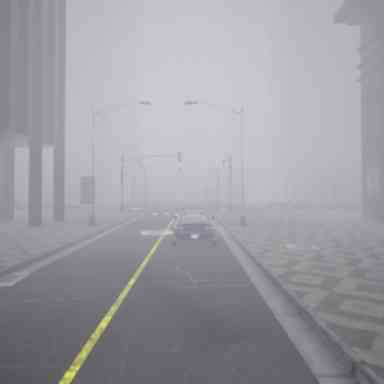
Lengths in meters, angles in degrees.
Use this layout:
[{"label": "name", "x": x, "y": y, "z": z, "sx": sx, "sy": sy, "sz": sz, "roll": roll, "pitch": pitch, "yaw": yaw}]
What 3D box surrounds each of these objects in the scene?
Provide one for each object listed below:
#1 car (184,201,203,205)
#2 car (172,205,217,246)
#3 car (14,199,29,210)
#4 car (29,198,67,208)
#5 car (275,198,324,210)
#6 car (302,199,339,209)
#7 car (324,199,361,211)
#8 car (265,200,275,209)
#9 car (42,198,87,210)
[{"label": "car", "x": 0.102, "y": 1.463, "z": 26.197, "sx": 1.882, "sy": 1.535, "sz": 5.008, "roll": 0, "pitch": 0, "yaw": 0}, {"label": "car", "x": 0.103, "y": 1.517, "z": 15.054, "sx": 1.812, "sy": 1.442, "sz": 4.674, "roll": 0, "pitch": 0, "yaw": 0}, {"label": "car", "x": -20.055, "y": 1.414, "z": 38.215, "sx": 4.507, "sy": 1.381, "sz": 1.887, "roll": 0, "pitch": -1, "yaw": 0}, {"label": "car", "x": -20.154, "y": 1.542, "z": 46.738, "sx": 4.403, "sy": 1.369, "sz": 2.008, "roll": 0, "pitch": -1, "yaw": 0}, {"label": "car", "x": 12.335, "y": 1.514, "z": 38.319, "sx": 4.403, "sy": 1.369, "sz": 2.008, "roll": 0, "pitch": -1, "yaw": 0}, {"label": "car", "x": 18.007, "y": 1.657, "z": 46.861, "sx": 4.403, "sy": 1.369, "sz": 2.008, "roll": 0, "pitch": -1, "yaw": 0}, {"label": "car", "x": 18.006, "y": 1.550, "z": 38.337, "sx": 4.313, "sy": 1.339, "sz": 1.947, "roll": 0, "pitch": -1, "yaw": 0}, {"label": "car", "x": 12.338, "y": 1.526, "z": 46.845, "sx": 4.097, "sy": 1.590, "sz": 1.967, "roll": 0, "pitch": -1, "yaw": 0}, {"label": "car", "x": -14.585, "y": 1.407, "z": 38.233, "sx": 4.829, "sy": 1.417, "sz": 1.752, "roll": 0, "pitch": -1, "yaw": 0}]
